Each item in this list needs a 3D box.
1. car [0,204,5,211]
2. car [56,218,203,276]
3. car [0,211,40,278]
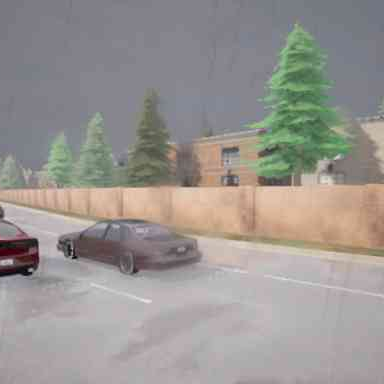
[{"bbox_3d":[-14.937,1.442,24.290,1.837,1.490,4.892,0,0,-38],"label":"car"},{"bbox_3d":[-2.172,1.547,10.395,5.357,1.411,2.033,0,0,41],"label":"car"},{"bbox_3d":[-6.071,1.453,9.291,5.008,1.535,1.882,0,0,42],"label":"car"}]
